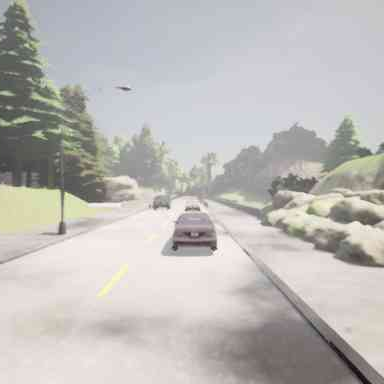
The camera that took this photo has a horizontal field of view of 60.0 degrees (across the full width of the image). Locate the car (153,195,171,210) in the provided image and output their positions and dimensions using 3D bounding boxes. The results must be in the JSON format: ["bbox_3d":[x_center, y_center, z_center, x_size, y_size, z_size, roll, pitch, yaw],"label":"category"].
[{"bbox_3d":[-4.061,1.415,45.873,2.150,2.045,5.566,0,0,0],"label":"car"}]

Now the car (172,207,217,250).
[{"bbox_3d":[0.097,1.609,14.692,2.033,1.411,5.357,0,0,0],"label":"car"}]

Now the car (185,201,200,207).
[{"bbox_3d":[0.098,1.783,43.659,1.895,1.301,4.718,0,0,0],"label":"car"}]
